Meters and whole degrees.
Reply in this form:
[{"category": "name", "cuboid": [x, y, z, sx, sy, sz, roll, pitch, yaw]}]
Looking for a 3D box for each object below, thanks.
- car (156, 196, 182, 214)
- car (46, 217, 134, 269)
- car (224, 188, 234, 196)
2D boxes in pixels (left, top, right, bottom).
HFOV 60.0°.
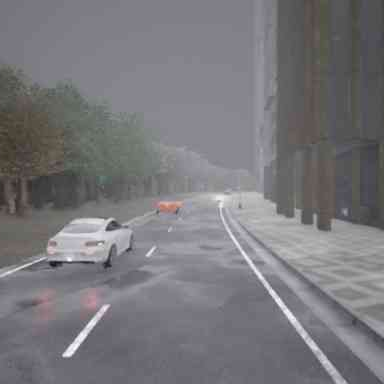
[{"category": "car", "cuboid": [-2.196, 1.223, 33.288, 2.097, 1.767, 4.553, 0, 1, 4]}, {"category": "car", "cuboid": [-3.228, 1.556, 11.222, 1.812, 1.442, 4.674, 0, 0, 1]}, {"category": "car", "cuboid": [9.557, 0.187, 89.474, 1.812, 1.442, 4.674, 0, 2, 11]}]
